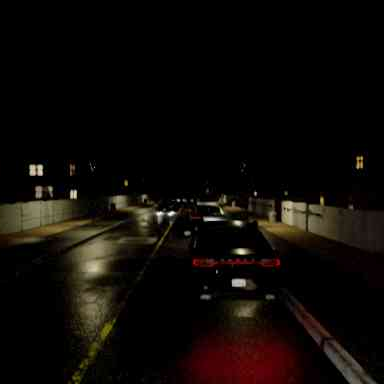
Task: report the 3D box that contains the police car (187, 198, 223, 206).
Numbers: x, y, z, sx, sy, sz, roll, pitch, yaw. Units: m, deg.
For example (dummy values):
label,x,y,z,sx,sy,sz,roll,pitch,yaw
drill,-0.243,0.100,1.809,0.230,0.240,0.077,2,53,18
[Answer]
label,x,y,z,sx,sy,sz,roll,pitch,yaw
police car,0.823,1.352,18.446,1.930,1.638,5.238,0,0,0

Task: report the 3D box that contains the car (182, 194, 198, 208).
label,x,y,z,sx,sy,sz,roll,pitch,yaw
car,0.024,1.212,45.788,2.097,1.767,4.553,0,0,0

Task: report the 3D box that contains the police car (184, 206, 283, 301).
label,x,y,z,sx,sy,sz,roll,pitch,yaw
police car,0.824,1.388,8.444,1.930,1.638,5.238,0,0,0

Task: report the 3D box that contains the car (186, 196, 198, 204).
label,x,y,z,sx,sy,sz,roll,pitch,yaw
car,-0.006,1.411,59.757,1.994,1.385,4.181,0,0,0

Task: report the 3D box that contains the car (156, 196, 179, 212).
label,x,y,z,sx,sy,sz,roll,pitch,yaw
car,-2.854,1.423,37.176,2.033,1.411,5.357,0,0,0

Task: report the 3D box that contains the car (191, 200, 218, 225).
label,x,y,z,sx,sy,sz,roll,pitch,yaw
car,0.822,1.414,24.336,1.837,1.490,4.892,0,0,0

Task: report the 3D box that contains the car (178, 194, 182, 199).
label,x,y,z,sx,sy,sz,roll,pitch,yaw
car,-2.759,1.217,89.665,2.097,1.767,4.553,0,0,0
